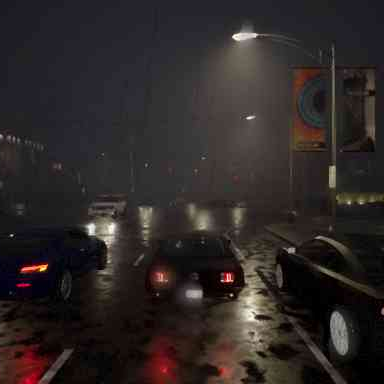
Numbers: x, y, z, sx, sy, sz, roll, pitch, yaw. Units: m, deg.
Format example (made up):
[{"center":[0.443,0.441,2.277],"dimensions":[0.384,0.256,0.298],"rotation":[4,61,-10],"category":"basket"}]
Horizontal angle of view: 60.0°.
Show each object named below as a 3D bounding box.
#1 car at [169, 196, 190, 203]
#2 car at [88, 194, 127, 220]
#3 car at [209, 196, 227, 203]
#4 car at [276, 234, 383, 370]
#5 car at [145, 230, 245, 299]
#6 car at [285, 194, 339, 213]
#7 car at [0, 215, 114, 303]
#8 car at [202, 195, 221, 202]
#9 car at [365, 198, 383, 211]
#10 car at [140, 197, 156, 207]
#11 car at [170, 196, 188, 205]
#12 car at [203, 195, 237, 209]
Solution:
[{"center":[-2.607,1.547,69.451],"dimensions":[2.033,1.411,5.357],"rotation":[0,0,26],"category":"car"},{"center":[-7.089,1.221,28.430],"dimensions":[2.150,2.045,5.566],"rotation":[0,0,1],"category":"car"},{"center":[5.514,1.601,69.338],"dimensions":[1.895,1.301,4.718],"rotation":[0,0,31],"category":"car"},{"center":[2.904,1.480,5.910],"dimensions":[2.097,1.535,5.008],"rotation":[0,0,0],"category":"car"},{"center":[0.069,1.601,8.375],"dimensions":[1.895,1.301,4.718],"rotation":[0,0,1],"category":"car"},{"center":[13.188,1.223,36.674],"dimensions":[5.566,2.045,2.150],"rotation":[0,0,2],"category":"car"},{"center":[-3.434,1.526,8.052],"dimensions":[1.812,1.442,4.674],"rotation":[0,0,0],"category":"car"},{"center":[4.745,1.478,80.206],"dimensions":[1.882,1.535,5.008],"rotation":[0,0,43],"category":"car"},{"center":[23.492,1.488,40.136],"dimensions":[4.902,1.511,2.128],"rotation":[0,0,0],"category":"car"},{"center":[-6.800,1.526,51.487],"dimensions":[1.812,1.442,4.674],"rotation":[0,0,4],"category":"car"},{"center":[-2.115,1.526,59.858],"dimensions":[1.812,1.442,4.674],"rotation":[0,0,14],"category":"car"},{"center":[3.912,1.526,44.705],"dimensions":[1.812,1.442,4.674],"rotation":[-1,1,-41],"category":"car"}]
